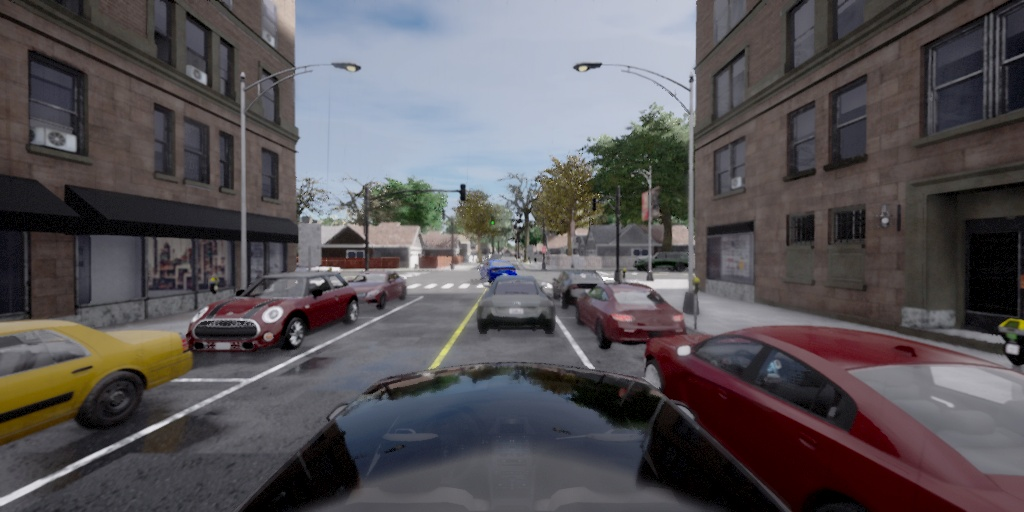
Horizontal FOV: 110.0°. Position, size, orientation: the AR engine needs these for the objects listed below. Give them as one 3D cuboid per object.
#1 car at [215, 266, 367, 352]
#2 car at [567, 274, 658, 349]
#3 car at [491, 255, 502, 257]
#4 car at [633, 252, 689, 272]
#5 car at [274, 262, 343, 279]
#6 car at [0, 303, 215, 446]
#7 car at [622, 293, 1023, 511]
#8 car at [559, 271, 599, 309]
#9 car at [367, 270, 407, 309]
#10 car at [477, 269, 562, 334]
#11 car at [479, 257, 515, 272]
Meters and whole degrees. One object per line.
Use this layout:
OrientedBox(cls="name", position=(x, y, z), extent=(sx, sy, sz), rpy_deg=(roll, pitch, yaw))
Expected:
OrientedBox(cls="car", position=(-5.387, 1.136, 8.678), extent=(1.967, 1.591, 4.097), rpy_deg=(0, 0, 0))
OrientedBox(cls="car", position=(2.638, 1.278, 8.680), extent=(1.802, 1.307, 4.207), rpy_deg=(0, 0, 0))
OrientedBox(cls="car", position=(-3.044, 0.906, 58.811), extent=(1.994, 1.385, 4.181), rpy_deg=(0, 0, 0))
OrientedBox(cls="car", position=(15.481, 0.597, 37.164), extent=(5.566, 2.045, 2.150), rpy_deg=(0, 0, 0))
OrientedBox(cls="car", position=(-17.198, 1.225, 30.480), extent=(4.718, 1.301, 1.895), rpy_deg=(0, 0, -3))
OrientedBox(cls="car", position=(-5.387, 1.264, 2.989), extent=(1.751, 1.417, 4.829), rpy_deg=(0, 0, 0))
OrientedBox(cls="car", position=(2.638, 1.284, 3.162), extent=(1.888, 1.381, 4.507), rpy_deg=(0, 0, 0))
OrientedBox(cls="car", position=(2.638, 1.220, 14.198), extent=(1.948, 1.339, 4.313), rpy_deg=(0, 0, 0))
OrientedBox(cls="car", position=(-5.388, 1.236, 14.196), extent=(1.802, 1.307, 4.207), rpy_deg=(0, 0, 0))
OrientedBox(cls="car", position=(0.102, 1.247, 10.396), extent=(1.994, 1.385, 4.181), rpy_deg=(0, 0, 0))
OrientedBox(cls="car", position=(-1.135, 1.045, 25.640), extent=(1.882, 1.535, 5.008), rpy_deg=(0, 1, -15))
